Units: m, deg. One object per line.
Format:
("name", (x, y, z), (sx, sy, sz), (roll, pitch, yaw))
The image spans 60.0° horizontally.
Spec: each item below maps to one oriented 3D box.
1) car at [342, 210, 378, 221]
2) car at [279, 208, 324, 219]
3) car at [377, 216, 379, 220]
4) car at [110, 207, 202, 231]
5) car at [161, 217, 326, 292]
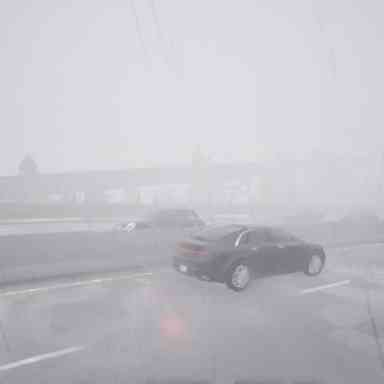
("car", (16.800, 2.484, 33.099), (4.181, 1.385, 1.994), (2, -1, -35))
("car", (11.001, 2.326, 33.245), (5.357, 1.411, 2.033), (2, -1, -35))
("car", (7.196, 1.606, 8.877), (4.553, 1.767, 2.097), (2, -1, -35))
("car", (-1.532, 1.514, 15.780), (4.553, 1.767, 2.097), (2, -1, -35))
("car", (1.769, 1.621, 9.306), (4.892, 1.490, 1.837), (2, -1, -35))
